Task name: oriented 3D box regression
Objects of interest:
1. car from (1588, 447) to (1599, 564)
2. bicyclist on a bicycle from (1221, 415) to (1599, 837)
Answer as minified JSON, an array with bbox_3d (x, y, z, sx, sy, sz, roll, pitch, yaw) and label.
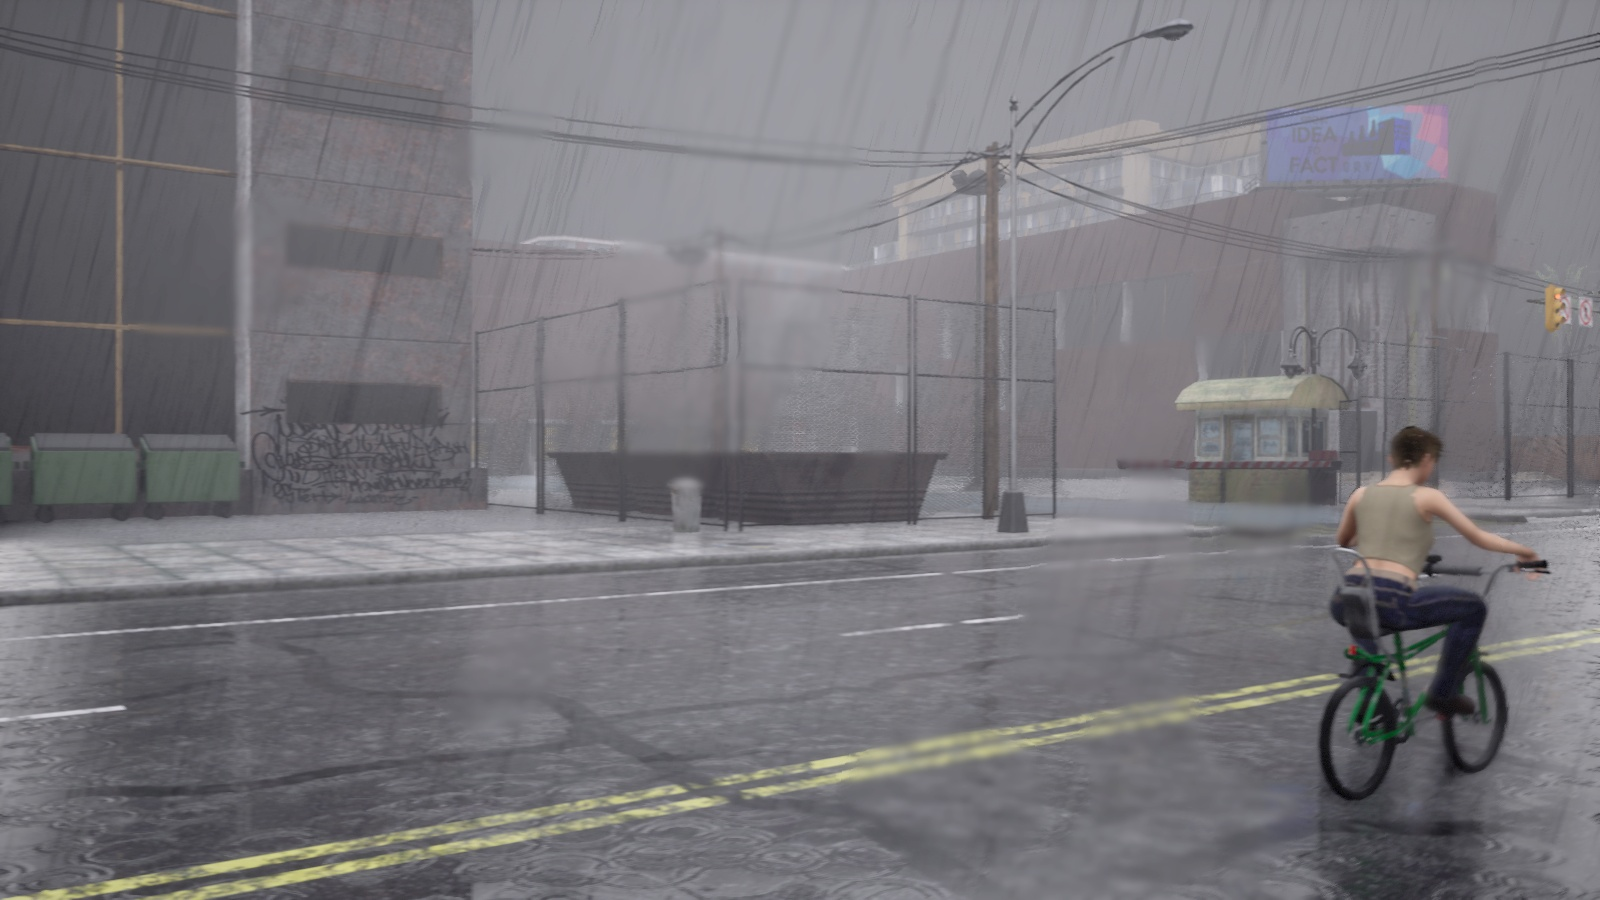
[{"bbox_3d":[12.853,0.715,16.864,4.902,1.511,2.128,0,0,-35],"label":"car"},{"bbox_3d":[2.730,0.691,5.584,1.509,1.612,0.866,2,-1,-34],"label":"bicyclist on a bicycle"}]
